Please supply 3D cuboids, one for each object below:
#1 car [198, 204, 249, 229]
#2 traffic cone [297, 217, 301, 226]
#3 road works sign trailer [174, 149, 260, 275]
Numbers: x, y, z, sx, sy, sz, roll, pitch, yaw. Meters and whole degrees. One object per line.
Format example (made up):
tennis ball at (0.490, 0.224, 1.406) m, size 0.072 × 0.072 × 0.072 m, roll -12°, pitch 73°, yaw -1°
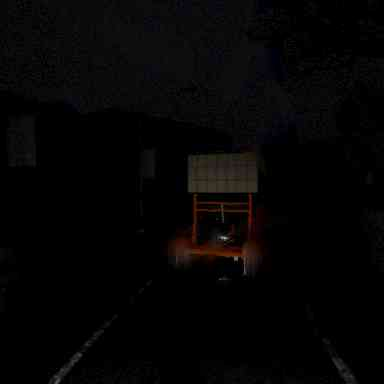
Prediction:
car at (2.150, 1.455, 21.733) m, size 1.882 × 1.535 × 5.008 m, roll 0°, pitch 0°, yaw 30°
traffic cone at (7.175, 1.984, 22.224) m, size 0.340 × 0.580 × 0.340 m, roll 1°, pitch 0°, yaw 21°
road works sign trailer at (1.012, 0.461, 10.684) m, size 2.380 × 3.560 × 2.880 m, roll 0°, pitch 0°, yaw 21°
